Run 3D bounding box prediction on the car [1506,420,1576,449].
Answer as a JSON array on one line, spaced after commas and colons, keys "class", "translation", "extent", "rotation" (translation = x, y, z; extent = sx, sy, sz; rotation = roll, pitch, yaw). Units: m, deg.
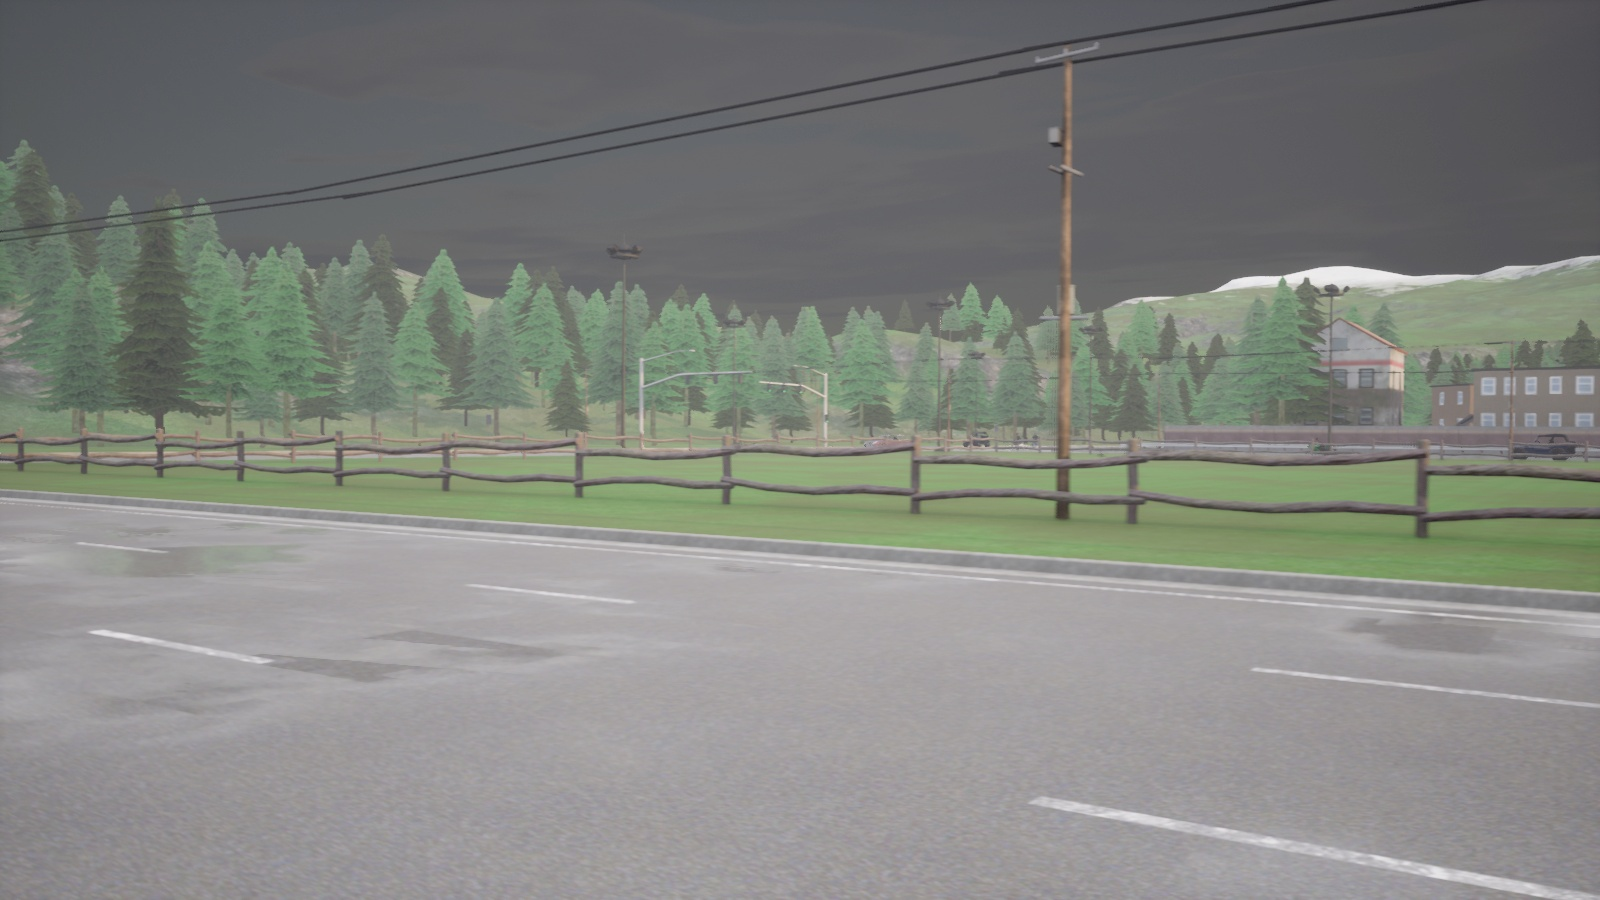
[{"class": "car", "translation": [48.966, -1.044, 83.032], "extent": [3.866, 1.878, 1.905], "rotation": [0, 1, 34]}]
